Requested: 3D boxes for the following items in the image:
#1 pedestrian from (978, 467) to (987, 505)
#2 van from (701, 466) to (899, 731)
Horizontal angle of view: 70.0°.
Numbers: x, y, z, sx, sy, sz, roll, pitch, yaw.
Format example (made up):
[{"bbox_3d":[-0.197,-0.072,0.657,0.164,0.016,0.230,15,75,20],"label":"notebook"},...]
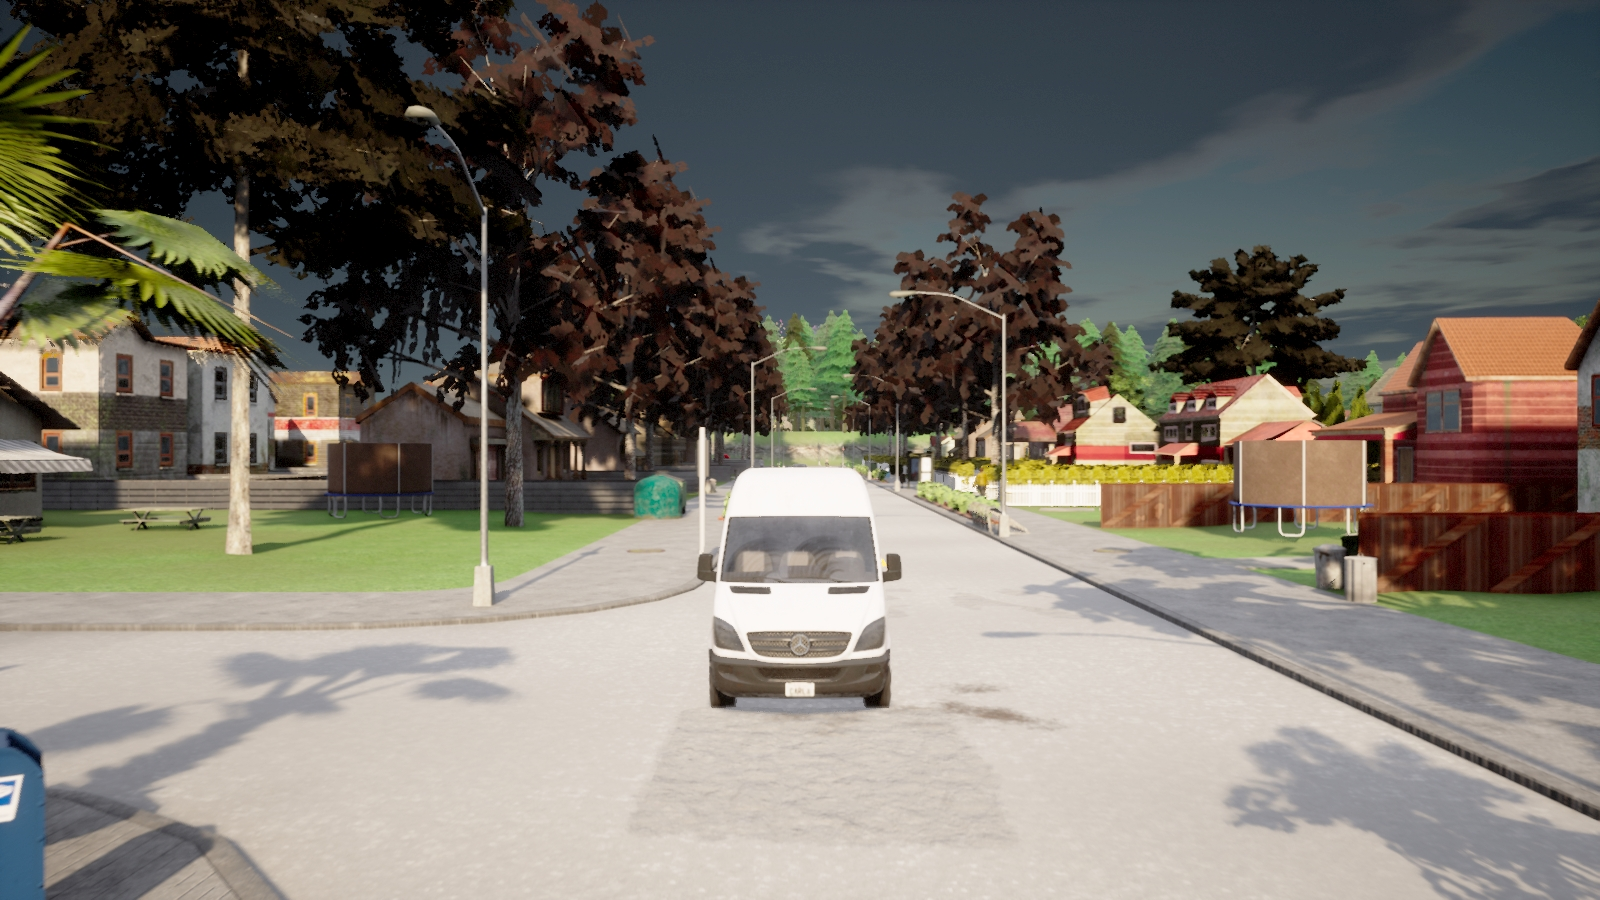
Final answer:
[{"bbox_3d":[8.954,1.744,56.007,0.375,1.860,0.375,0,0,-5],"label":"pedestrian"},{"bbox_3d":[0.006,1.534,14.439,1.988,2.561,5.915,0,0,0],"label":"van"}]
